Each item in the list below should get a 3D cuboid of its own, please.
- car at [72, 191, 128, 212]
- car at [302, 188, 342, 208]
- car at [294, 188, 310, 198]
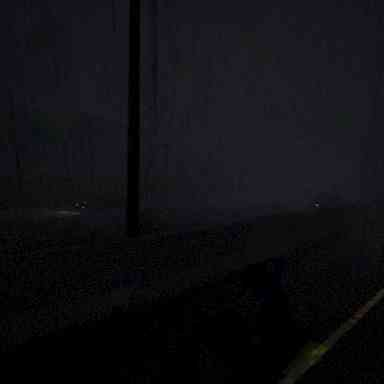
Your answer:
[{"bbox_3d":[-6.493,0.657,24.140,1.994,1.385,4.181,2,3,41],"label":"car"},{"bbox_3d":[12.178,0.687,30.217,2.033,1.411,5.357,2,2,37],"label":"car"},{"bbox_3d":[16.649,0.113,49.169,2.033,1.411,5.357,2,2,31],"label":"car"}]
